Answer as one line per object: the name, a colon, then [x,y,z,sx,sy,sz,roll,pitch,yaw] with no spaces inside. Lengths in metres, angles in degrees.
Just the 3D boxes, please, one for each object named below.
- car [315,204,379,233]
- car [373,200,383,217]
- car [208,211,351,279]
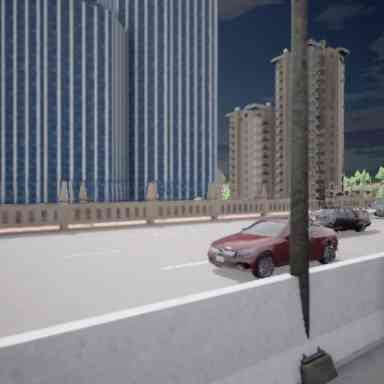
car: [7.610,1.527,18.001,5.357,1.411,2.033,0,0,-35]
car: [16.738,1.454,28.788,4.902,1.511,2.128,0,0,-35]
car: [2.640,1.515,10.166,4.674,1.442,1.812,0,0,-35]
